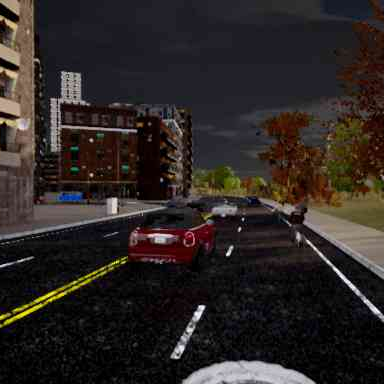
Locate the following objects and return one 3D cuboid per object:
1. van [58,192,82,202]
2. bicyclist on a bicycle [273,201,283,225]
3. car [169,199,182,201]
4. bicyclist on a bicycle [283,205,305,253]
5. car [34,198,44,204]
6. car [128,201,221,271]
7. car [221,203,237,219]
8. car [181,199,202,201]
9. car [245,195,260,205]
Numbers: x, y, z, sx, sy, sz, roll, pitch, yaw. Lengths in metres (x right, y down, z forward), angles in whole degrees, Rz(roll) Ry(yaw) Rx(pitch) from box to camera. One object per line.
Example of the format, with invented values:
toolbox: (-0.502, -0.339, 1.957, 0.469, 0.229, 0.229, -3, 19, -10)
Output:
van: (-20.779, 0.850, 56.959, 3.998, 1.788, 1.690, 1, -1, -21)
bicyclist on a bicycle: (5.898, 1.415, 22.442, 0.866, 1.612, 1.509, 0, 0, 10)
car: (-1.914, 1.511, 40.150, 2.033, 1.411, 5.357, 0, 0, 10)
bicyclist on a bicycle: (4.018, 1.358, 12.762, 0.659, 1.776, 1.843, 0, 0, 11)
car: (-23.195, 1.080, 47.092, 4.206, 1.307, 1.802, 1, -1, -21)
car: (-0.435, 1.342, 11.163, 2.097, 1.767, 4.553, 0, 0, 11)
car: (2.957, 1.573, 29.115, 1.895, 1.301, 4.718, 0, 0, 10)
car: (0.493, 1.532, 35.066, 1.994, 1.385, 4.181, 0, 0, 10)
car: (10.451, 1.495, 56.499, 1.994, 1.385, 4.181, 0, 0, 8)
